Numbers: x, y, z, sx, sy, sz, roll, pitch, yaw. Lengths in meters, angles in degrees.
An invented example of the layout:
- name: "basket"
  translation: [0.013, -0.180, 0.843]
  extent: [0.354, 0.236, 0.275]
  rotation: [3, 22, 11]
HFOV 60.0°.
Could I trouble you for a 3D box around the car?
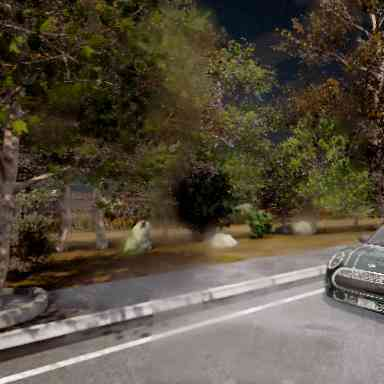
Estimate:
- name: "car"
  translation: [4.913, 1.398, 7.191]
  extent: [4.553, 1.767, 2.097]
  rotation: [1, 0, -36]
